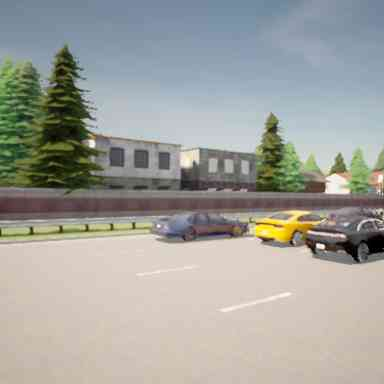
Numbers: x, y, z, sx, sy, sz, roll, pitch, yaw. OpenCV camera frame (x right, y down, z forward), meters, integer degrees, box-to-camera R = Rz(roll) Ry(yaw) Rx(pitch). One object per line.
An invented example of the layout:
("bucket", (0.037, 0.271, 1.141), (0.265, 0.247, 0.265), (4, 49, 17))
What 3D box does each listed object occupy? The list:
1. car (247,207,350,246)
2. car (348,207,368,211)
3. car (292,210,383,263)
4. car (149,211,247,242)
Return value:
("car", (5.252, 1.662, 16.153), (5.008, 1.535, 1.882), (1, 0, -35))
("car", (12.693, 1.891, 25.803), (5.357, 1.411, 2.033), (1, -1, -35))
("car", (6.340, 1.661, 12.640), (4.902, 1.511, 2.128), (1, -1, -35))
("car", (0.497, 1.687, 17.098), (5.357, 1.411, 2.033), (1, -1, -35))
